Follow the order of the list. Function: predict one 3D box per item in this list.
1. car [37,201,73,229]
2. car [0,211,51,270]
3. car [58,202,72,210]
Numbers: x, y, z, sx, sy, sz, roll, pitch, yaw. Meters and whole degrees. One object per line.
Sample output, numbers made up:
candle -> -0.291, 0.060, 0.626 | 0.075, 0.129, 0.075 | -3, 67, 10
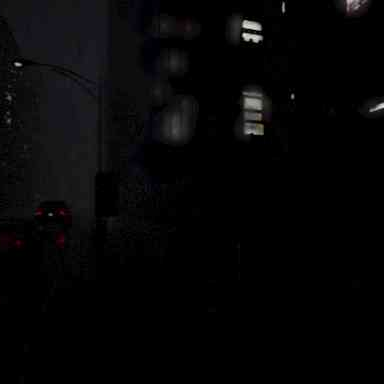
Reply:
car -> -10.377, 1.677, 25.239 | 2.150, 2.045, 5.566 | 1, -1, -16
car -> -6.256, 1.602, 11.290 | 1.882, 1.535, 5.008 | 1, -1, -16
car -> -25.726, 2.886, 67.461 | 2.128, 1.511, 4.902 | 1, -2, -16
